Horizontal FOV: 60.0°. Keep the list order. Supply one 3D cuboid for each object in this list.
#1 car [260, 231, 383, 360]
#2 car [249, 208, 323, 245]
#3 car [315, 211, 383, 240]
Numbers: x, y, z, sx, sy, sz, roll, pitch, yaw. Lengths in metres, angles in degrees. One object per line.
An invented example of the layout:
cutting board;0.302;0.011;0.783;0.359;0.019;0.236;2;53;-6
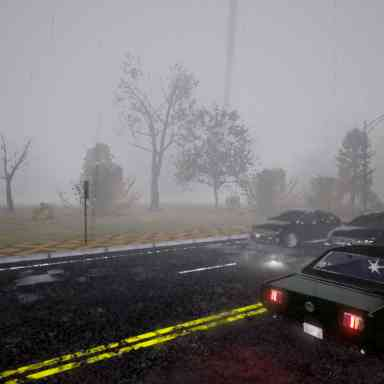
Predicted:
car;3.480;1.600;5.790;4.718;1.301;1.895;0;0;-35
car;4.651;1.502;14.621;4.892;1.490;1.837;0;0;-33
car;6.958;1.502;12.246;4.892;1.490;1.837;0;0;-33
